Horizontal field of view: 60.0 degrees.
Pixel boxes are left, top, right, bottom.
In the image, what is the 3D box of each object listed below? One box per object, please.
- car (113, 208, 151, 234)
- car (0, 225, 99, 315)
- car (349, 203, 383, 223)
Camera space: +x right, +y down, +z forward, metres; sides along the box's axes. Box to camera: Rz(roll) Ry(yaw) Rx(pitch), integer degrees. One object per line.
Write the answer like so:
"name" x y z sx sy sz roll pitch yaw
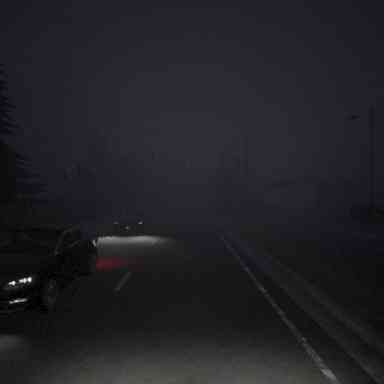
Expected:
"car" -3.672 1.785 21.182 1.812 1.442 4.674 0 -1 0
"car" -3.655 1.593 7.971 2.128 1.511 4.902 0 -1 0
"car" 13.993 1.638 25.991 2.007 1.523 4.514 0 -1 0
